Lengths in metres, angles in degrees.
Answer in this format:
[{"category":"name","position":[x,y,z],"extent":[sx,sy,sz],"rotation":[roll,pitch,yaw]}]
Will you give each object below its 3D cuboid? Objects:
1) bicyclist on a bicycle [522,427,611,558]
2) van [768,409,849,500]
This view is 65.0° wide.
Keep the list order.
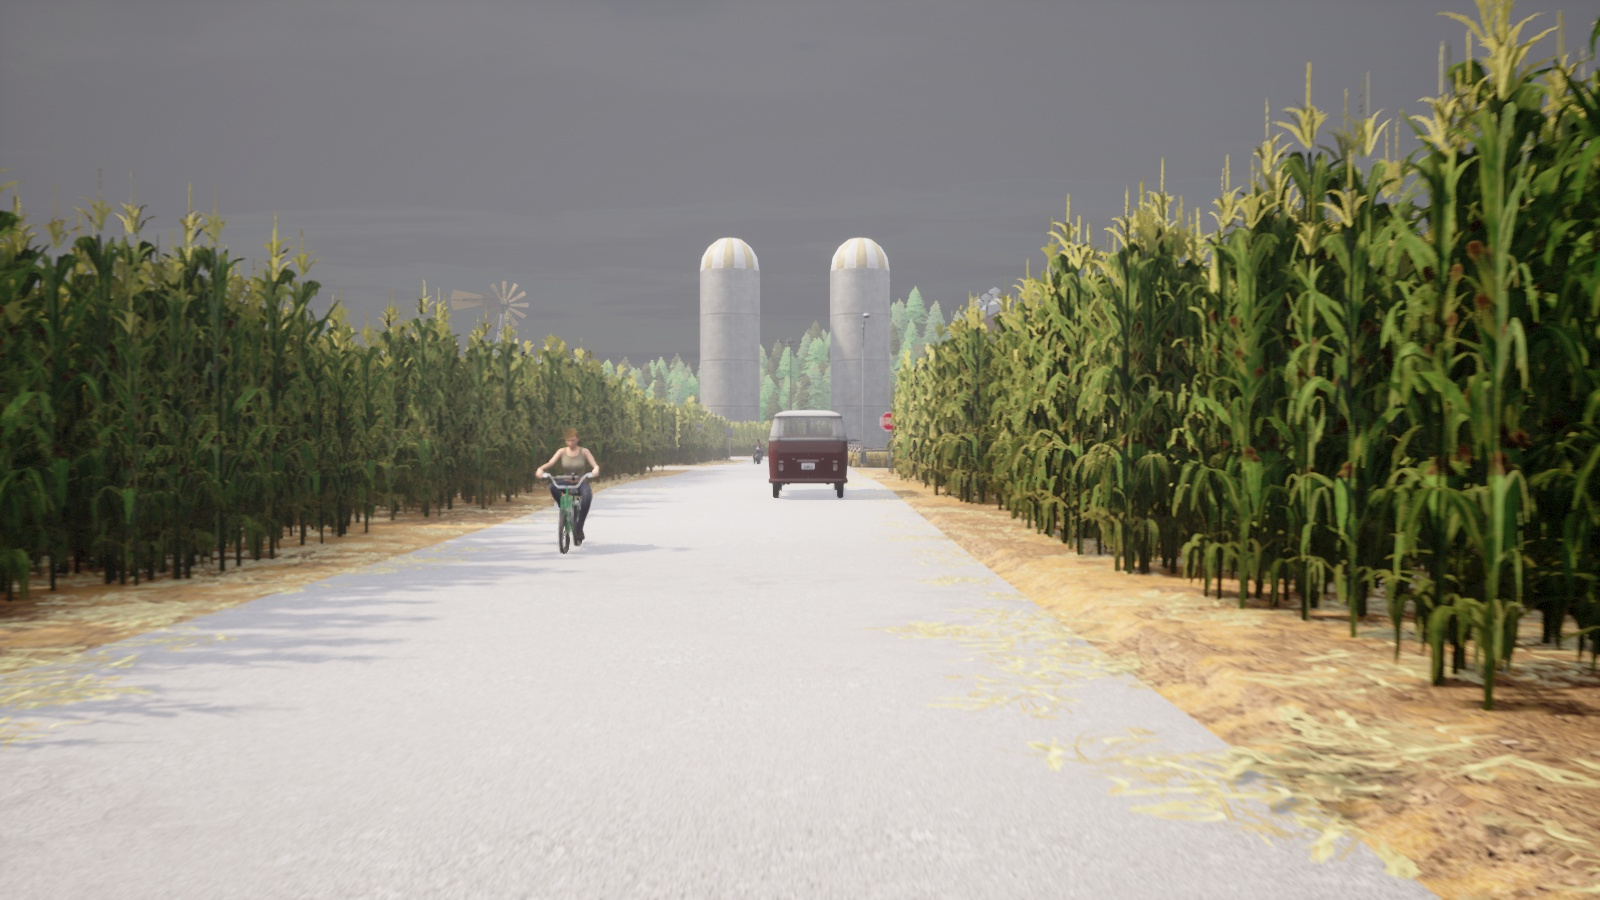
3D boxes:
[{"category":"bicyclist on a bicycle","position":[-3.001,0.511,16.288],"extent":[0.866,1.612,1.509],"rotation":[0,1,0]},{"category":"van","position":[0.190,0.041,29.676],"extent":[1.775,1.987,4.442],"rotation":[0,1,0]}]
